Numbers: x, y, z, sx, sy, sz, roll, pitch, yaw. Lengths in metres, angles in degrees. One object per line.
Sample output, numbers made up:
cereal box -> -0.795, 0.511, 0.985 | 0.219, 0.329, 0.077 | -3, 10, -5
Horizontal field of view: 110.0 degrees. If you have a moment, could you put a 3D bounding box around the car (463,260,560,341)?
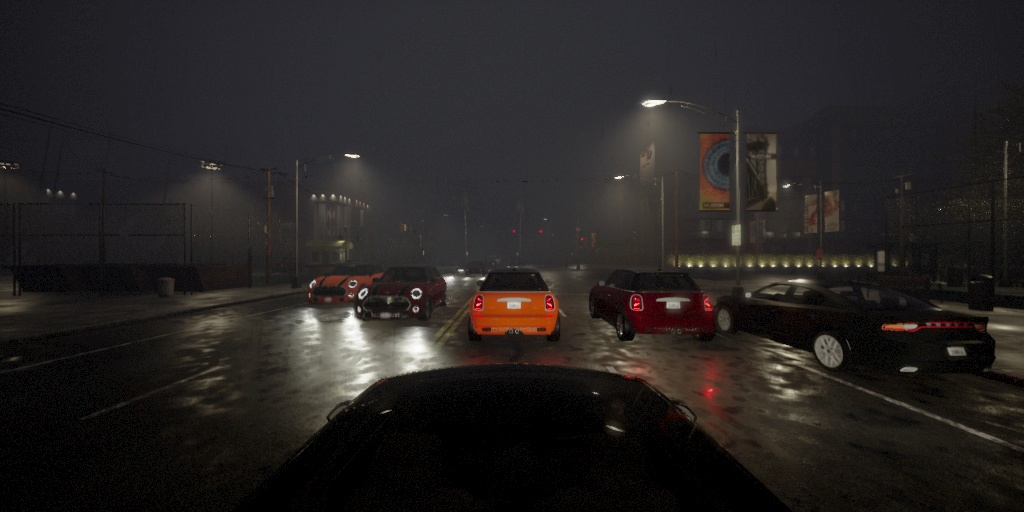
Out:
car -> 0.063, 1.101, 9.985 | 2.097, 1.767, 4.553 | 0, 0, 0

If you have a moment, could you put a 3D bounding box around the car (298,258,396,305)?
car -> -7.099, 1.101, 16.099 | 2.097, 1.767, 4.553 | 0, 0, 0

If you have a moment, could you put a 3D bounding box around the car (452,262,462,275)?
car -> -7.077, 1.348, 39.037 | 1.895, 1.301, 4.718 | 0, 0, 0

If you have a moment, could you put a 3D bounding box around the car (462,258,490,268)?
car -> -3.583, 1.225, 36.381 | 1.882, 1.535, 5.008 | 0, 0, 0

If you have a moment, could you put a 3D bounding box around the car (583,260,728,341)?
car -> 3.563, 1.101, 10.000 | 2.097, 1.767, 4.553 | 0, 0, 0

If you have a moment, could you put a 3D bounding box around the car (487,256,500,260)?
car -> -3.338, 1.098, 52.280 | 2.097, 1.767, 4.553 | 0, 0, 3

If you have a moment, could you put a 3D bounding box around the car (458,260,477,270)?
car -> -6.698, 1.309, 54.452 | 1.994, 1.385, 4.181 | 0, 0, 4

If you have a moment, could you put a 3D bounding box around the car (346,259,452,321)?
car -> -3.600, 1.101, 12.443 | 2.097, 1.767, 4.553 | 0, 0, 0
